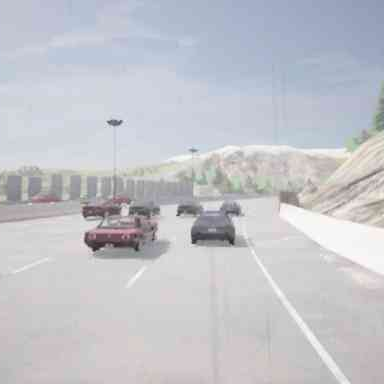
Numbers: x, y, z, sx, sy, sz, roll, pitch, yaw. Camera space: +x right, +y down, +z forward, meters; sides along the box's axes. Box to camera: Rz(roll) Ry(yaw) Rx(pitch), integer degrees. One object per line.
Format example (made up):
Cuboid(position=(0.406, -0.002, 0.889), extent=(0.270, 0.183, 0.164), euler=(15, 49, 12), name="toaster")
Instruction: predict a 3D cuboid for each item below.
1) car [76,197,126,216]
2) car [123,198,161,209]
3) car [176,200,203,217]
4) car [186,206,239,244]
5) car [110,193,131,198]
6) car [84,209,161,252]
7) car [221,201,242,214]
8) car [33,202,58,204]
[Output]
Cuboid(position=(-7.714, 1.478, 28.960), extent=(1.882, 1.535, 5.008), euler=(0, 0, 10), name="car")
Cuboid(position=(-4.092, 1.517, 29.379), extent=(1.837, 1.490, 4.892), euler=(0, 0, 10), name="car")
Cuboid(position=(-0.149, 1.531, 31.405), extent=(1.837, 1.490, 4.892), euler=(0, 0, 11), name="car")
Cuboid(position=(1.064, 1.581, 16.049), extent=(1.994, 1.385, 4.181), euler=(0, 0, 6), name="car")
Cuboid(position=(-12.186, 1.229, 55.337), extent=(2.150, 2.045, 5.566), euler=(0, 0, 18), name="car")
Cuboid(position=(-2.690, 1.604, 13.858), extent=(1.895, 1.301, 4.718), euler=(0, 0, 5), name="car")
Cuboid(position=(3.974, 1.606, 34.015), extent=(1.994, 1.385, 4.181), euler=(0, 0, 12), name="car")
Cuboid(position=(-23.694, 1.192, 53.605), extent=(2.150, 2.045, 5.566), euler=(0, 0, 17), name="car")
